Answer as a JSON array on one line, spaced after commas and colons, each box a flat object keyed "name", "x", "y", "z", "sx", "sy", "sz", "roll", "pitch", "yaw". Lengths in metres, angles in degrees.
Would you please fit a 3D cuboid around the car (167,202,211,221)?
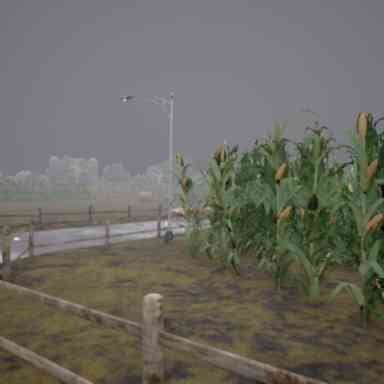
[{"name": "car", "x": -0.190, "y": 1.654, "z": 29.514, "sx": 2.097, "sy": 1.767, "sz": 4.553, "roll": 1, "pitch": 0, "yaw": 35}]
